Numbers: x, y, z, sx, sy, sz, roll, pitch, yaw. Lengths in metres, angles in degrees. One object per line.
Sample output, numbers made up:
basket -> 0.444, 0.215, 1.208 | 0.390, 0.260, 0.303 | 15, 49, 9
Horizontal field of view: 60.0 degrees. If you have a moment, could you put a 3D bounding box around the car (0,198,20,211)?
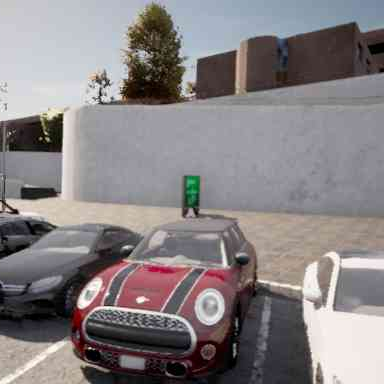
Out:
car -> -7.385, 1.112, 11.114 | 2.435, 2.045, 5.566 | 1, 0, 16

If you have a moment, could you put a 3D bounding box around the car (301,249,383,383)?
car -> 2.379, 1.524, 4.105 | 2.002, 1.452, 4.674 | 1, 0, 16

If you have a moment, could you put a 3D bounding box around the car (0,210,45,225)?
car -> -4.950, 1.429, 9.370 | 2.163, 1.488, 4.792 | 1, 0, 16

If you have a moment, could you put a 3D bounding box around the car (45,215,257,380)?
car -> -0.052, 1.335, 5.878 | 2.185, 1.767, 4.553 | 1, 0, 16

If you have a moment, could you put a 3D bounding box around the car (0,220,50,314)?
car -> -2.502, 1.476, 7.593 | 2.002, 1.452, 4.674 | 1, 0, 16
